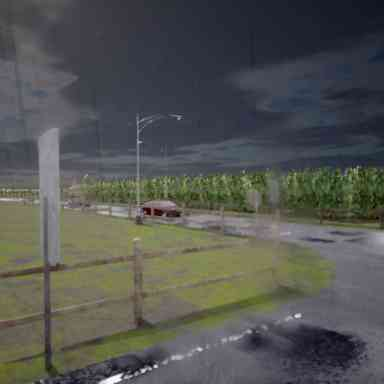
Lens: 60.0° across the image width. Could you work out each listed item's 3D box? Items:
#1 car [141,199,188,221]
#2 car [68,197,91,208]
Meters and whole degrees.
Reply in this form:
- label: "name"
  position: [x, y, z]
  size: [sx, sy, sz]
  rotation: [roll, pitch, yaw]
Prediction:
- label: "car"
  position: [-2.287, 1.381, 26.889]
  size: [1.882, 1.535, 5.008]
  rotation: [-1, 1, -37]
- label: "car"
  position: [-14.836, 1.391, 43.886]
  size: [1.994, 1.385, 4.181]
  rotation: [-1, 1, -36]
